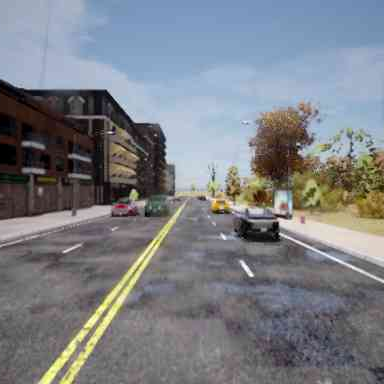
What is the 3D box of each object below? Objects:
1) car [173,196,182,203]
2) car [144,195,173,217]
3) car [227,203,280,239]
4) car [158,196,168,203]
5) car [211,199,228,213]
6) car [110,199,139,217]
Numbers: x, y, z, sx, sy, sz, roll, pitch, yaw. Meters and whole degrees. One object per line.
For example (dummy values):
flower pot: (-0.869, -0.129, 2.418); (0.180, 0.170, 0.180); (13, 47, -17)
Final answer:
car: (-3.253, 1.679, 74.127); (1.994, 1.385, 4.181); (0, 0, 0)
car: (-3.343, 1.346, 32.854); (2.150, 2.045, 5.566); (0, 0, 0)
car: (3.349, 1.560, 17.908); (2.128, 1.511, 4.902); (0, 0, 0)
car: (-6.503, 1.651, 74.128); (1.812, 1.442, 4.674); (0, 0, 0)
car: (3.350, 1.629, 40.135); (1.882, 1.535, 5.008); (0, 0, 0)
car: (-6.589, 1.476, 32.908); (2.097, 1.767, 4.553); (0, 0, 0)
